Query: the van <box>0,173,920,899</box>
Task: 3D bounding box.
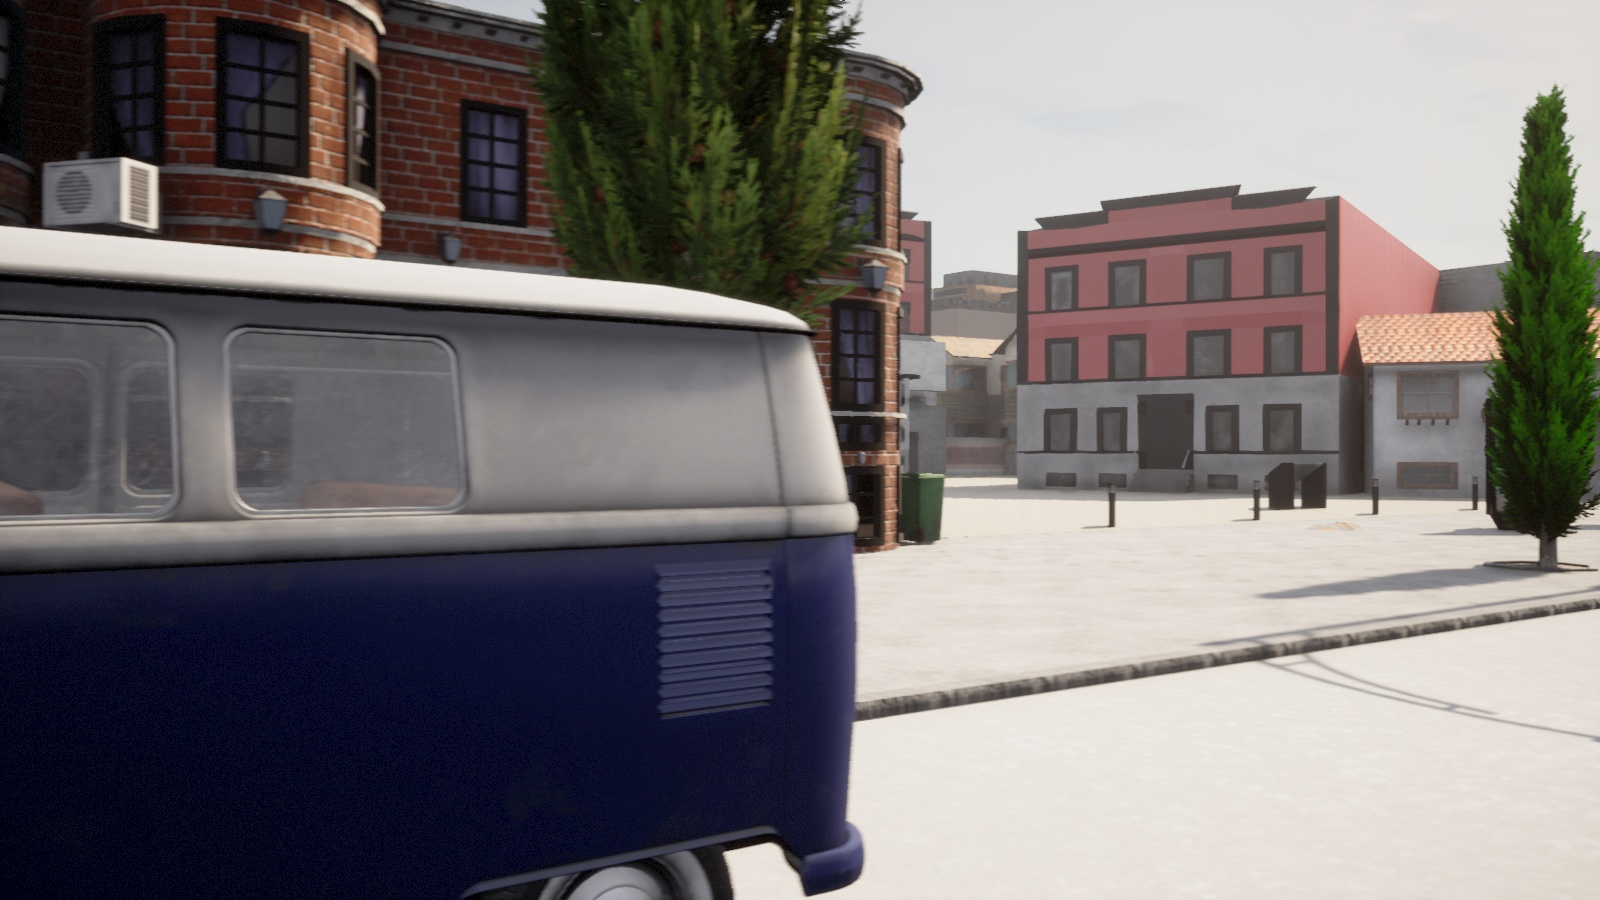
[{"bbox_3d":[-2.007,0.509,2.871,4.442,1.987,1.775,0,0,-35],"label":"van"}]
